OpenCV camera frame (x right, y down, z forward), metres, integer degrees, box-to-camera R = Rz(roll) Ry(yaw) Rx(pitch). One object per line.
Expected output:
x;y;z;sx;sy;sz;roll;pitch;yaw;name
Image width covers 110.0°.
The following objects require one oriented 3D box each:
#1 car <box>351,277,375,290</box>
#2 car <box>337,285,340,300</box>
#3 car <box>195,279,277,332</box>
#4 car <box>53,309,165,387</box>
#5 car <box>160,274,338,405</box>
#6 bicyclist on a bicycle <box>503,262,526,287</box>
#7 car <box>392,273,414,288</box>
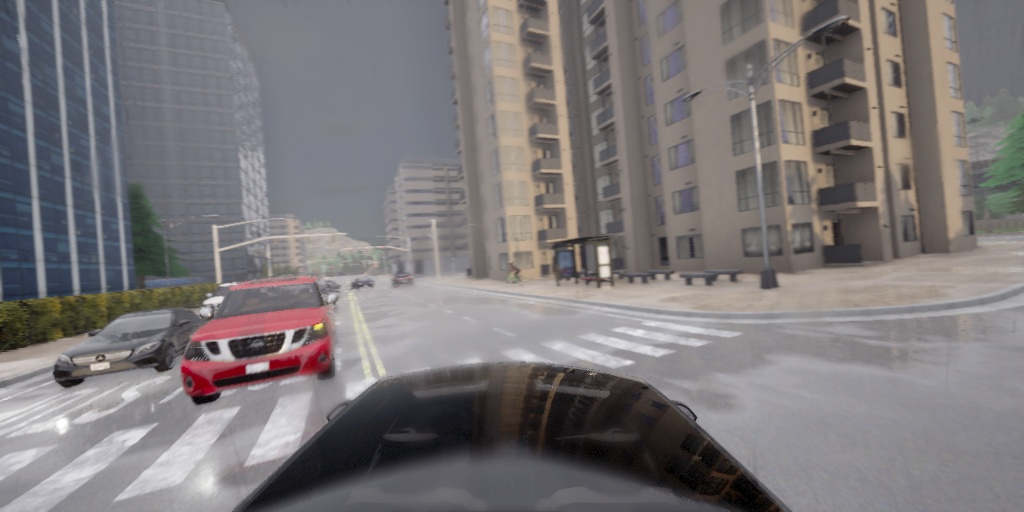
-17.631;3.204;42.155;1.895;1.301;4.718;-5;0;-33;car
-10.285;2.310;18.919;1.837;1.490;4.892;-5;-1;-25;car
-14.044;2.345;18.662;2.150;2.045;5.566;-5;0;-26;car
-9.919;2.233;9.874;1.812;1.442;4.674;-5;0;-25;car
-5.281;1.512;8.200;2.150;2.045;5.566;-5;0;-26;car
0.139;1.246;23.945;1.656;1.620;0.582;-4;-1;-25;bicyclist on a bicycle
-12.115;2.603;39.620;2.128;1.511;4.902;-5;0;-25;car
